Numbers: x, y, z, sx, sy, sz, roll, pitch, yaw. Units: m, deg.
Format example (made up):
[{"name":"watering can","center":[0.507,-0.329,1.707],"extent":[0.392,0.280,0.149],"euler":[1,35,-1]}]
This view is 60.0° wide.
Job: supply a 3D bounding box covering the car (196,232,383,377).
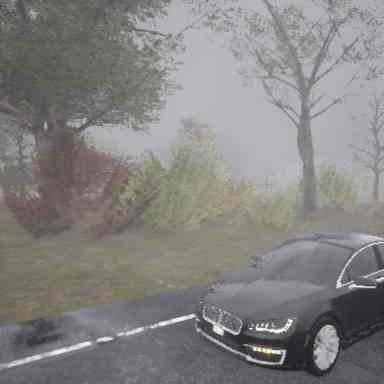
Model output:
[{"name":"car","center":[2.311,1.503,5.639],"extent":[4.892,1.490,1.837],"euler":[0,0,-35]}]
